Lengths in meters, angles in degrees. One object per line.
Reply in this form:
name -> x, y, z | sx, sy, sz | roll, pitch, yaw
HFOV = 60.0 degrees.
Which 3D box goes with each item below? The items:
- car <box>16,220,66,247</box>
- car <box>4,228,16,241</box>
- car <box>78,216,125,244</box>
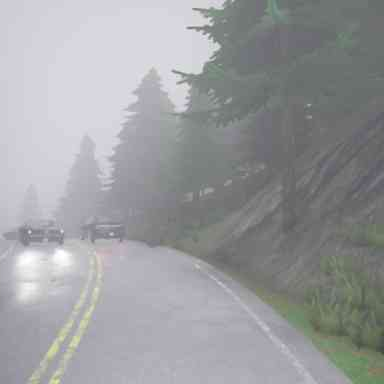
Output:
car -> -8.100, 2.144, 17.854 | 1.895, 1.301, 4.718 | 3, -6, -30
car -> -16.534, 4.109, 32.346 | 4.718, 1.301, 1.895 | -11, -11, 42
car -> -5.449, 2.198, 19.779 | 2.128, 1.511, 4.902 | 3, -6, -29
